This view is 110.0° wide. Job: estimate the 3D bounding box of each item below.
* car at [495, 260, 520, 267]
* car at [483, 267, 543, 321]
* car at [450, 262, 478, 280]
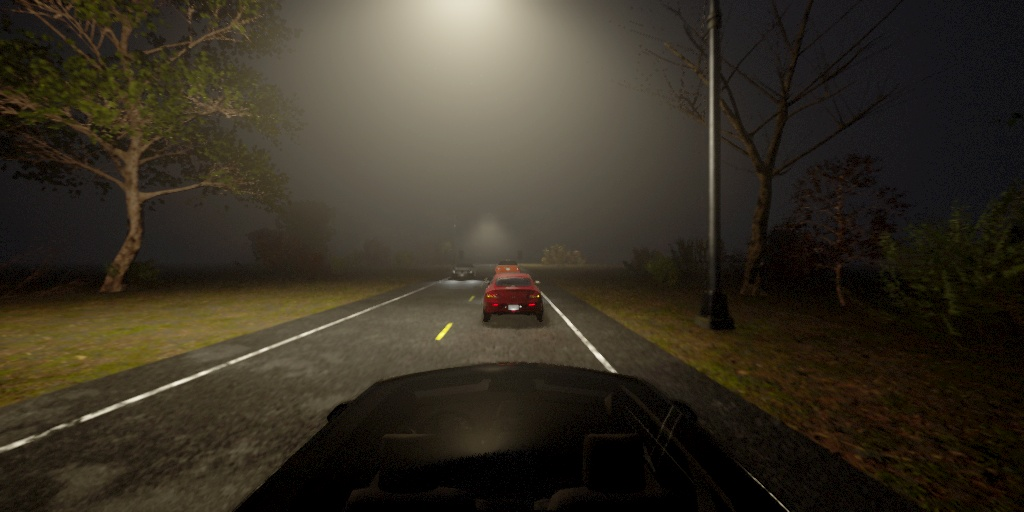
[{"bbox_3d":[-0.376,1.084,30.921,2.097,1.767,4.553,0,0,-2],"label":"car"},{"bbox_3d":[0.018,1.272,12.343,1.812,1.442,4.674,0,0,-1],"label":"car"},{"bbox_3d":[-4.075,1.260,31.055,1.812,1.442,4.674,0,0,-2],"label":"car"}]
